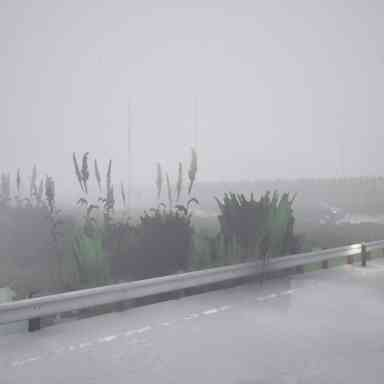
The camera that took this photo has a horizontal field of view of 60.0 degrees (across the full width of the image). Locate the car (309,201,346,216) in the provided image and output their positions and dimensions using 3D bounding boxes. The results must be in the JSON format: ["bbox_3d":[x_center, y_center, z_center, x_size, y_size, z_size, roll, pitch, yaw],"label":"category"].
[{"bbox_3d":[10.878,1.574,29.024,2.097,1.767,4.553,-1,1,-43],"label":"car"}]
